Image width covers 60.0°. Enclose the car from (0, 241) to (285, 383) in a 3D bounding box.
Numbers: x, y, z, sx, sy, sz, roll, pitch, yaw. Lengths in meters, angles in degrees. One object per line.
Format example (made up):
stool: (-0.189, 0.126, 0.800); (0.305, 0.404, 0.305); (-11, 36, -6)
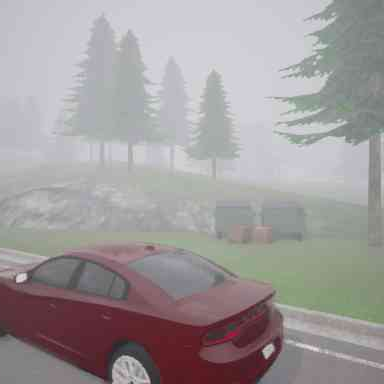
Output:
car: (-1.221, 1.478, 4.864); (5.008, 1.535, 1.882); (0, 0, 35)
